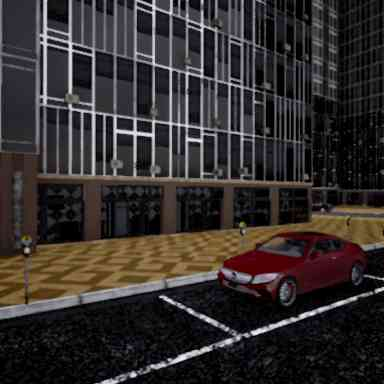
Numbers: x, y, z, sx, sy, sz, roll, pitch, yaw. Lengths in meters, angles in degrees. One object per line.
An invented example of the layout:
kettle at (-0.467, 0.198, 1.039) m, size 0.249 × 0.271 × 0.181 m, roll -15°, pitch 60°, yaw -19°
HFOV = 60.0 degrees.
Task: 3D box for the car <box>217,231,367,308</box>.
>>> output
car at (2.530, 1.619, 7.909) m, size 4.206 × 1.307 × 1.802 m, roll 0°, pitch 0°, yaw -36°

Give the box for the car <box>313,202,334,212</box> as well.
car at (17.890, 2.139, 47.257) m, size 2.008 × 1.369 × 4.403 m, roll -1°, pitch 0°, yaw -36°
